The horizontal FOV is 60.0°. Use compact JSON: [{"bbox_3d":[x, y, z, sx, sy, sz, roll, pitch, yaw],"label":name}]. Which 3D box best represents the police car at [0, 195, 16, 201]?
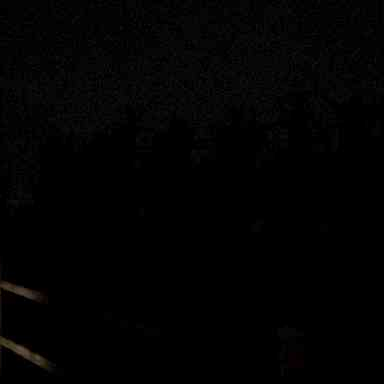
[{"bbox_3d":[-44.765,1.342,79.377,1.930,1.638,5.238,2,0,36],"label":"police car"}]
